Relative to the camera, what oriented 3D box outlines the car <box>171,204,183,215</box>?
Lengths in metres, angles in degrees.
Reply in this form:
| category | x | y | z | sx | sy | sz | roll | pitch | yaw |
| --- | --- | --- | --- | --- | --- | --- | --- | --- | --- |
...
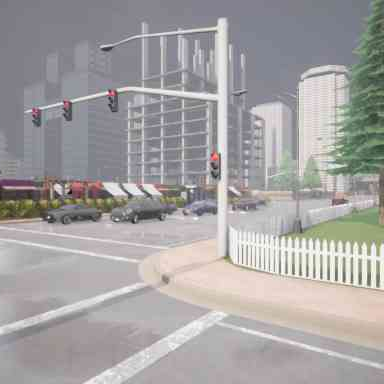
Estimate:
| category | x | y | z | sx | sy | sz | roll | pitch | yaw |
| --- | --- | --- | --- | --- | --- | --- | --- | --- | --- |
| car | -3.546 | 1.547 | 32.139 | 2.033 | 1.411 | 5.357 | 0 | 0 | 34 |

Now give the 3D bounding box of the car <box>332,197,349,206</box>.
| category | x | y | z | sx | sy | sz | roll | pitch | yaw |
| --- | --- | --- | --- | --- | --- | --- | --- | --- | --- |
| car | 23.959 | 1.478 | 53.738 | 1.882 | 1.535 | 5.008 | 0 | 0 | 34 |

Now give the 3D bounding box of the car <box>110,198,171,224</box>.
| category | x | y | z | sx | sy | sz | roll | pitch | yaw |
| --- | --- | --- | --- | --- | --- | --- | --- | --- | --- |
| car | -4.008 | 1.352 | 25.202 | 2.097 | 1.767 | 4.553 | 0 | 0 | 34 |

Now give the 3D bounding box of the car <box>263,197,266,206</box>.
| category | x | y | z | sx | sy | sz | roll | pitch | yaw |
| --- | --- | --- | --- | --- | --- | --- | --- | --- | --- |
| car | 9.830 | 1.351 | 51.807 | 2.097 | 1.767 | 4.553 | 0 | 0 | 34 |

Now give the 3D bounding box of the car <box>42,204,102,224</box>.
| category | x | y | z | sx | sy | sz | roll | pitch | yaw |
| --- | --- | --- | --- | --- | --- | --- | --- | --- | --- |
| car | -8.721 | 1.564 | 24.479 | 1.994 | 1.385 | 4.181 | 0 | 0 | 34 |

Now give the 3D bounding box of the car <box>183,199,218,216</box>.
| category | x | y | z | sx | sy | sz | roll | pitch | yaw |
| --- | --- | --- | --- | --- | --- | --- | --- | --- | --- |
| car | 0.937 | 1.526 | 32.500 | 1.812 | 1.442 | 4.674 | 0 | 0 | 34 |

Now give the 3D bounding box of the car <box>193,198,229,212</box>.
| category | x | y | z | sx | sy | sz | roll | pitch | yaw |
| --- | --- | --- | --- | --- | --- | --- | --- | --- | --- |
| car | 2.390 | 1.547 | 40.926 | 2.033 | 1.411 | 5.357 | 0 | 0 | 33 |

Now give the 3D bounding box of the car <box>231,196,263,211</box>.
| category | x | y | z | sx | sy | sz | roll | pitch | yaw |
| --- | --- | --- | --- | --- | --- | --- | --- | --- | --- |
| car | 6.565 | 1.505 | 40.831 | 1.837 | 1.490 | 4.892 | 0 | 0 | 34 |
